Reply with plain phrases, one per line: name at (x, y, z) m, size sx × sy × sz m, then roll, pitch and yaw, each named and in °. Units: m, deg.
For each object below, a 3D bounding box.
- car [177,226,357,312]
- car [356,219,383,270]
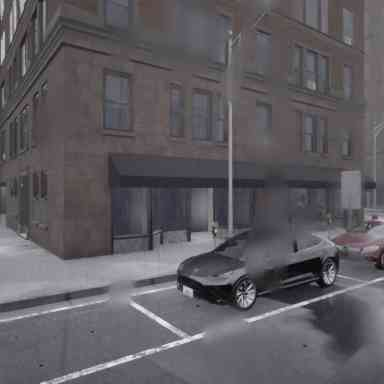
car at (1.695, 1.566, 7.744) m, size 4.313 × 1.339 × 1.947 m, roll 0°, pitch 0°, yaw -36°
car at (6.174, 1.582, 10.939) m, size 4.206 × 1.307 × 1.802 m, roll 0°, pitch 0°, yaw -35°
